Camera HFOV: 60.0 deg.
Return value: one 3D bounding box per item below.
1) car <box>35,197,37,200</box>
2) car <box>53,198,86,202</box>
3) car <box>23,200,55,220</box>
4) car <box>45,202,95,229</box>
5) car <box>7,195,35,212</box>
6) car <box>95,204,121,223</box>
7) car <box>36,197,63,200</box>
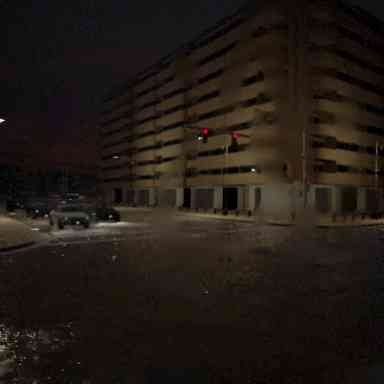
[{"bbox_3d":[-26.917,1.169,55.046,2.097,1.767,4.553,1,-1,-35],"label":"car"},{"bbox_3d":[-12.473,1.641,34.390,2.128,1.511,4.902,1,-1,-35],"label":"car"},{"bbox_3d":[-13.486,1.696,29.745,1.895,1.301,4.718,1,-1,-35],"label":"car"},{"bbox_3d":[-8.267,1.604,22.338,1.812,1.442,4.674,1,-1,-33],"label":"car"},{"bbox_3d":[-21.165,1.342,40.652,2.150,2.045,5.566,1,-1,-35],"label":"car"},{"bbox_3d":[-7.376,1.697,27.157,1.994,1.385,4.181,1,-1,-35],"label":"car"},{"bbox_3d":[-18.281,1.733,42.641,1.994,1.385,4.181,1,-1,-35],"label":"car"}]
